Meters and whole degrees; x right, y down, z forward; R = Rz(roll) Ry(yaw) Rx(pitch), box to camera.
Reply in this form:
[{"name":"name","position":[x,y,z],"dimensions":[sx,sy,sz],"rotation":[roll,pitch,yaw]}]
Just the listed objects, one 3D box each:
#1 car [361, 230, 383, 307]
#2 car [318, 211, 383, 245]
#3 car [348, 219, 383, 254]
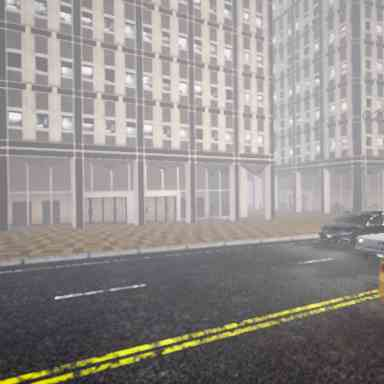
[{"name":"car","position":[5.734,1.551,6.405],"dimensions":[5.008,1.535,1.882],"rotation":[0,0,-30]},{"name":"car","position":[7.966,1.647,15.260],"dimensions":[4.892,1.490,1.837],"rotation":[0,0,-28]},{"name":"car","position":[7.896,1.719,11.557],"dimensions":[4.718,1.301,1.895],"rotation":[0,0,-28]}]
